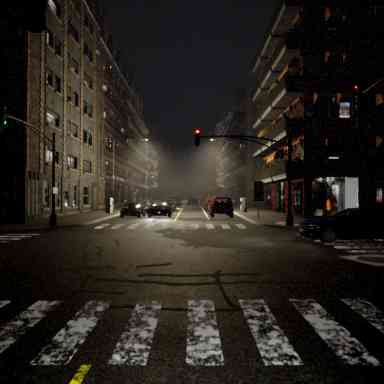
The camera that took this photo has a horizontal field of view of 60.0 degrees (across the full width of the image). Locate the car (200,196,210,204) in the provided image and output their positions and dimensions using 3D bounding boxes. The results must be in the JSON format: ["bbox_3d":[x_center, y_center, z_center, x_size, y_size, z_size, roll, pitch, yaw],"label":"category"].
[{"bbox_3d":[2.641,1.556,69.124,1.967,1.590,4.097,1,0,0],"label":"car"}]

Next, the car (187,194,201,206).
[{"bbox_3d":[0.155,1.542,57.920,1.882,1.535,5.008,0,0,0],"label":"car"}]

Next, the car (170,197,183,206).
[{"bbox_3d":[-2.695,1.619,59.603,2.033,1.411,5.357,0,0,0],"label":"car"}]

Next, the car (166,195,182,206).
[{"bbox_3d":[-2.734,1.601,49.242,1.994,1.385,4.181,0,0,1],"label":"car"}]

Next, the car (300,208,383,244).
[{"bbox_3d":[7.556,1.492,15.349,5.008,1.535,1.882,0,-1,0],"label":"car"}]

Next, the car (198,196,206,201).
[{"bbox_3d":[2.659,1.813,91.375,1.947,1.339,4.313,1,0,0],"label":"car"}]

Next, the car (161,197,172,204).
[{"bbox_3d":[-5.240,1.667,69.095,2.008,1.369,4.403,1,0,0],"label":"car"}]

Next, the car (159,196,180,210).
[{"bbox_3d":[-2.796,1.523,39.308,1.837,1.490,4.892,0,0,0],"label":"car"}]

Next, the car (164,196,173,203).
[{"bbox_3d":[-5.235,1.671,74.487,1.752,1.417,4.829,1,0,0],"label":"car"}]

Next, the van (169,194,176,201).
[{"bbox_3d":[-5.217,1.589,91.351,1.690,1.788,3.998,1,0,0],"label":"van"}]

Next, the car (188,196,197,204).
[{"bbox_3d":[0.135,1.600,70.384,1.882,1.535,5.008,0,0,0],"label":"car"}]

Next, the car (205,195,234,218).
[{"bbox_3d":[2.612,1.326,30.201,2.192,1.841,5.009,1,0,0],"label":"car"}]

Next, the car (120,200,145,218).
[{"bbox_3d":[-5.272,1.577,30.162,1.947,1.339,4.313,1,0,0],"label":"car"}]

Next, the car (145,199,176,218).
[{"bbox_3d":[-2.812,1.575,30.428,1.994,1.385,4.181,0,0,0],"label":"car"}]

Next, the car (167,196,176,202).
[{"bbox_3d":[-5.226,1.764,85.786,2.008,1.369,4.403,1,0,0],"label":"car"}]

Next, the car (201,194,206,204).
[{"bbox_3d":[2.621,1.336,41.326,2.192,1.841,5.009,1,0,0],"label":"car"}]

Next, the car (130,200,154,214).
[{"bbox_3d":[-5.267,1.581,35.724,1.947,1.339,4.313,1,0,0],"label":"car"}]
